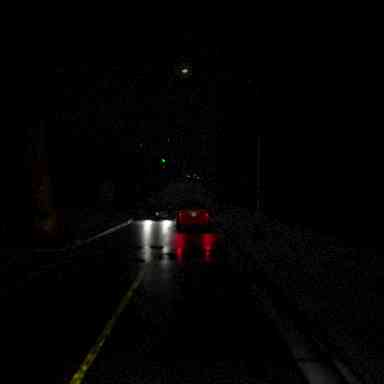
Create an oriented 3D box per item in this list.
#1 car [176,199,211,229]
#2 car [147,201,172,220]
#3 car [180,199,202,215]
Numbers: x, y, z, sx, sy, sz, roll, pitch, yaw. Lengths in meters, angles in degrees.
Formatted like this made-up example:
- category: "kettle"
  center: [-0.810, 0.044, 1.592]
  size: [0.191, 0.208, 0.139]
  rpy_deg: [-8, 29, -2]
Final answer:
- category: "car"
  center: [0.101, 1.369, 21.869]
  size: [2.097, 1.767, 4.553]
  rpy_deg: [0, 0, 0]
- category: "car"
  center: [-2.756, 1.546, 28.948]
  size: [1.837, 1.490, 4.892]
  rpy_deg: [0, -1, 0]
- category: "car"
  center: [-0.206, 1.560, 35.159]
  size: [1.837, 1.490, 4.892]
  rpy_deg: [0, 0, -6]
